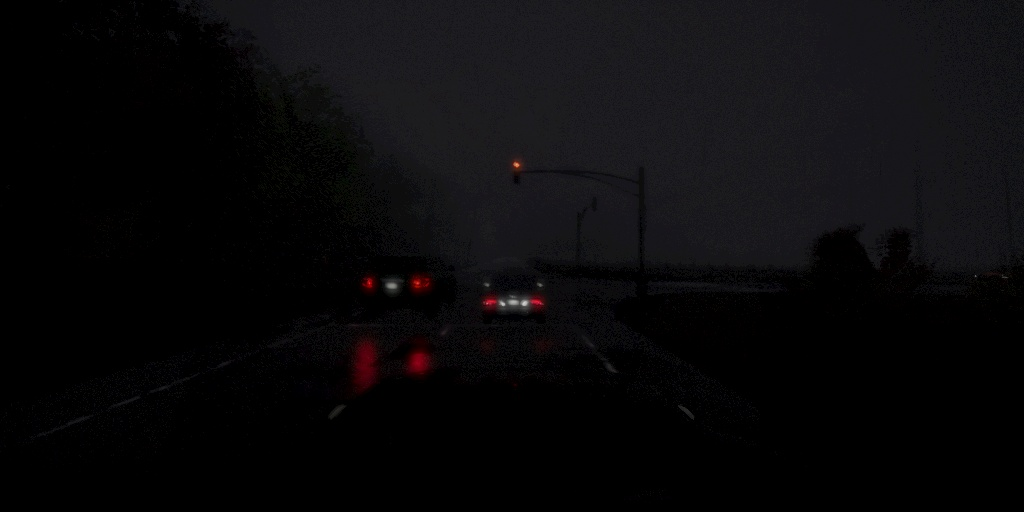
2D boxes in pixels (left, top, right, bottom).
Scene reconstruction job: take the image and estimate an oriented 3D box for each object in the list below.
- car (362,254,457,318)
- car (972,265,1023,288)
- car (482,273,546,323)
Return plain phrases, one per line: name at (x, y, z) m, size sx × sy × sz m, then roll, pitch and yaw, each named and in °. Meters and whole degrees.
car at (-3.429, 0.936, 12.993) m, size 2.150 × 2.045 × 5.566 m, roll 0°, pitch 0°, yaw 0°
car at (37.670, 1.475, 26.806) m, size 4.553 × 1.767 × 2.097 m, roll 1°, pitch -1°, yaw 0°
car at (0.065, 1.263, 11.912) m, size 2.033 × 1.411 × 5.357 m, roll 0°, pitch 0°, yaw 0°
